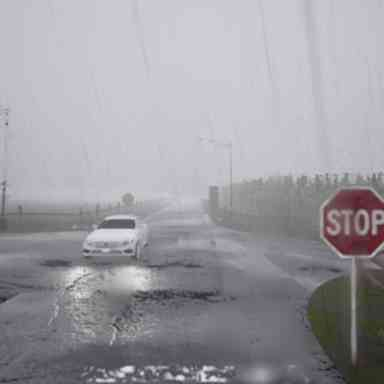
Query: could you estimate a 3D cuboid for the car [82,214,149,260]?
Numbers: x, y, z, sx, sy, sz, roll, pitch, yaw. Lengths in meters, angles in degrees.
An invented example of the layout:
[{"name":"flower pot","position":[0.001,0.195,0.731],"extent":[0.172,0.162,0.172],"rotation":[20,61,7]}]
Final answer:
[{"name":"car","position":[-2.774,1.637,13.034],"extent":[1.812,1.442,4.674],"rotation":[0,0,0]}]
